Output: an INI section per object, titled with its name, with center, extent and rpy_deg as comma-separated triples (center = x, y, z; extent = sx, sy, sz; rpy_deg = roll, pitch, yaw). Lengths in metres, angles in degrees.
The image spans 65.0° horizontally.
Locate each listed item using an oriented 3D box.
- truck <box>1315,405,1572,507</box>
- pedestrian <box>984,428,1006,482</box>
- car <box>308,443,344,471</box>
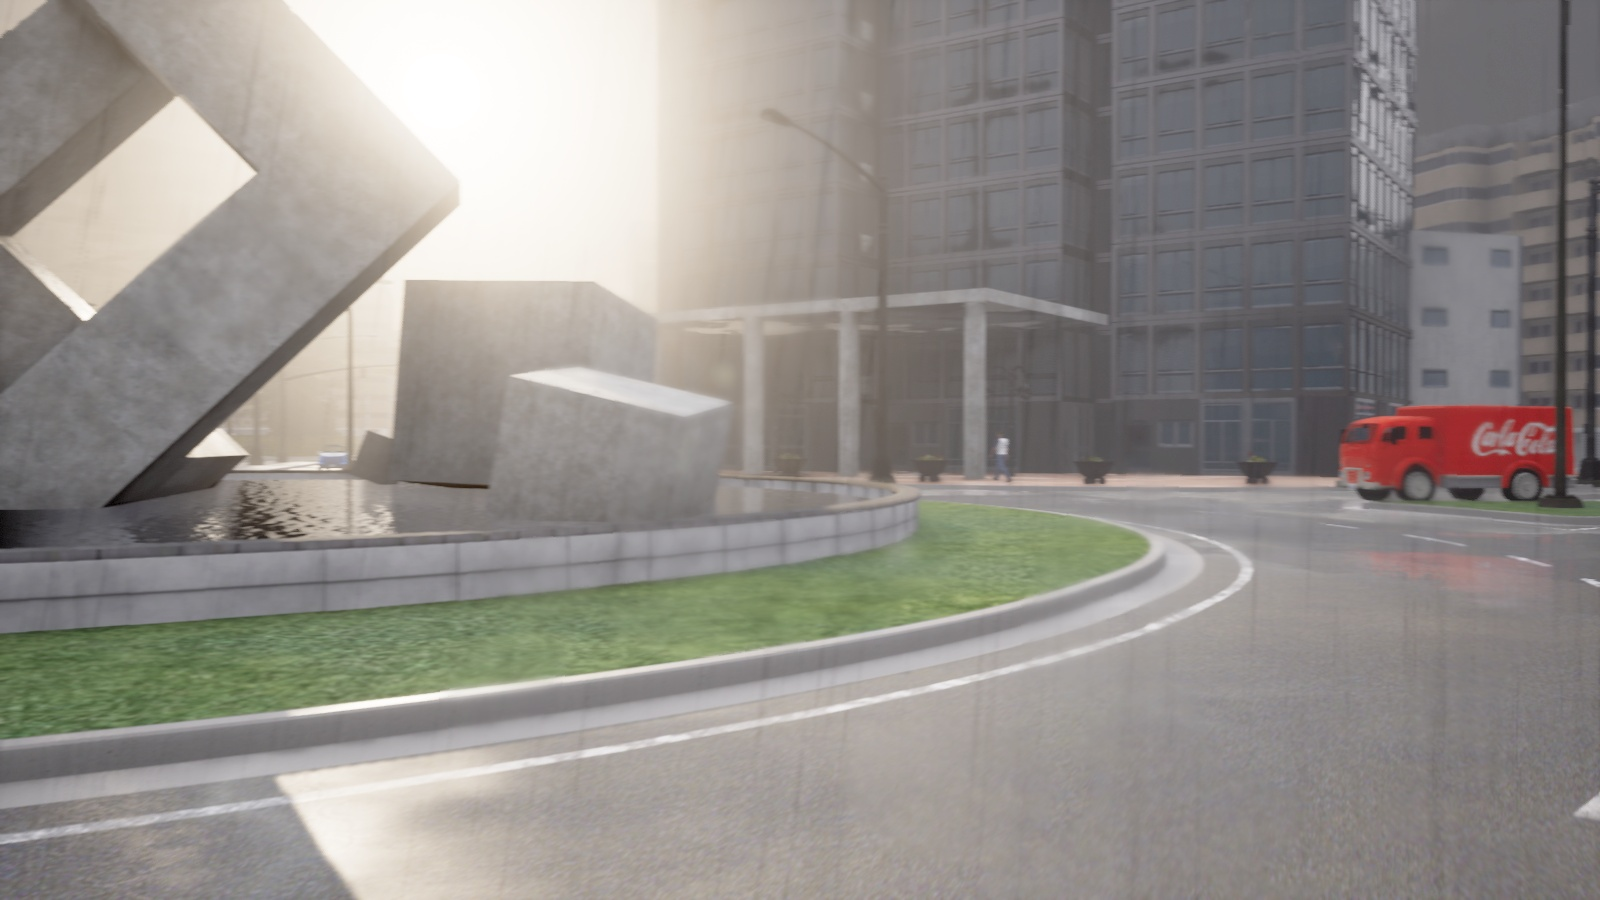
[truck]
center = 16.217, 0.137, 31.856
extent = 5.204, 2.467, 2.627
rpy_deg = 0, 0, -7
[pedestrian]
center = 6.687, 0.179, 43.150
extent = 0.354, 1.836, 0.706
rpy_deg = 0, 0, -35
[car]
center = -24.040, 0.345, 63.737
extent = 1.481, 1.376, 2.207
rpy_deg = 0, 0, -15
